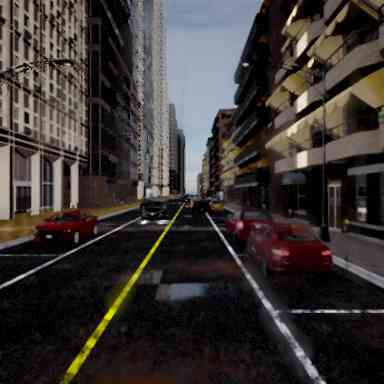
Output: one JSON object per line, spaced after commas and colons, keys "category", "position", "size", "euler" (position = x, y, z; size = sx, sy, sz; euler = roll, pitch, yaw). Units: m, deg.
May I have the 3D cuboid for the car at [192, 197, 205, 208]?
{"category": "car", "position": [0.901, 1.466, 49.145], "size": [1.837, 1.490, 4.892], "euler": [0, 0, 0]}

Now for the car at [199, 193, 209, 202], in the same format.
{"category": "car", "position": [2.694, 1.269, 77.621], "size": [2.192, 1.841, 5.009], "euler": [0, 0, 0]}

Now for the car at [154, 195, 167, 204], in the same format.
{"category": "car", "position": [-5.688, 1.396, 60.676], "size": [1.967, 1.590, 4.097], "euler": [0, 0, 0]}

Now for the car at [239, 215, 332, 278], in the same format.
{"category": "car", "position": [2.692, 1.572, 9.839], "size": [1.802, 1.307, 4.206], "euler": [0, 0, 0]}

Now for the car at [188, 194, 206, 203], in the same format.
{"category": "car", "position": [0.790, 1.442, 43.146], "size": [1.882, 1.535, 5.008], "euler": [0, 0, 0]}

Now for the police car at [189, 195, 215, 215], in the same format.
{"category": "police car", "position": [0.902, 1.395, 33.254], "size": [1.930, 1.638, 5.238], "euler": [0, 0, 0]}

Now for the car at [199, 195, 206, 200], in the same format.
{"category": "car", "position": [2.693, 1.534, 88.919], "size": [1.802, 1.307, 4.206], "euler": [0, 0, 0]}

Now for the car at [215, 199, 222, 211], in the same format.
{"category": "car", "position": [2.693, 1.492, 38.251], "size": [1.752, 1.417, 4.829], "euler": [0, 0, 0]}

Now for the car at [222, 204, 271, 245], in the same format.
{"category": "car", "position": [2.692, 1.425, 15.488], "size": [1.967, 1.590, 4.097], "euler": [0, 0, 0]}

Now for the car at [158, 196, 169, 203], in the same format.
{"category": "car", "position": [-5.688, 1.480, 66.154], "size": [1.752, 1.417, 4.829], "euler": [0, 0, 0]}

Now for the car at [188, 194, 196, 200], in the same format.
{"category": "car", "position": [0.004, 1.311, 88.681], "size": [1.882, 1.535, 5.008], "euler": [0, 0, 0]}

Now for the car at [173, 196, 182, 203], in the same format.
{"category": "car", "position": [-2.998, 1.431, 69.130], "size": [2.033, 1.411, 5.357], "euler": [0, 0, 0]}

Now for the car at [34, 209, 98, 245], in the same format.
{"category": "car", "position": [-5.688, 1.529, 15.488], "size": [1.887, 1.381, 4.507], "euler": [0, 0, 0]}

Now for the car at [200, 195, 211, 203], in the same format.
{"category": "car", "position": [2.693, 1.396, 66.324], "size": [1.967, 1.590, 4.097], "euler": [0, 0, 0]}

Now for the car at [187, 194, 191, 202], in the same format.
{"category": "car", "position": [0.004, 1.475, 68.367], "size": [1.895, 1.301, 4.718], "euler": [0, 0, 0]}

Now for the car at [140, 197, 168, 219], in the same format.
{"category": "car", "position": [-3.095, 1.478, 28.449], "size": [1.837, 1.490, 4.892], "euler": [0, 0, 0]}

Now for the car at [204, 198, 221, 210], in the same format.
{"category": "car", "position": [2.693, 1.529, 43.730], "size": [1.947, 1.339, 4.313], "euler": [0, 0, 0]}

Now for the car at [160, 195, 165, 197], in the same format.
{"category": "car", "position": [-5.687, 1.508, 55.027], "size": [2.008, 1.369, 4.403], "euler": [0, 0, 0]}
